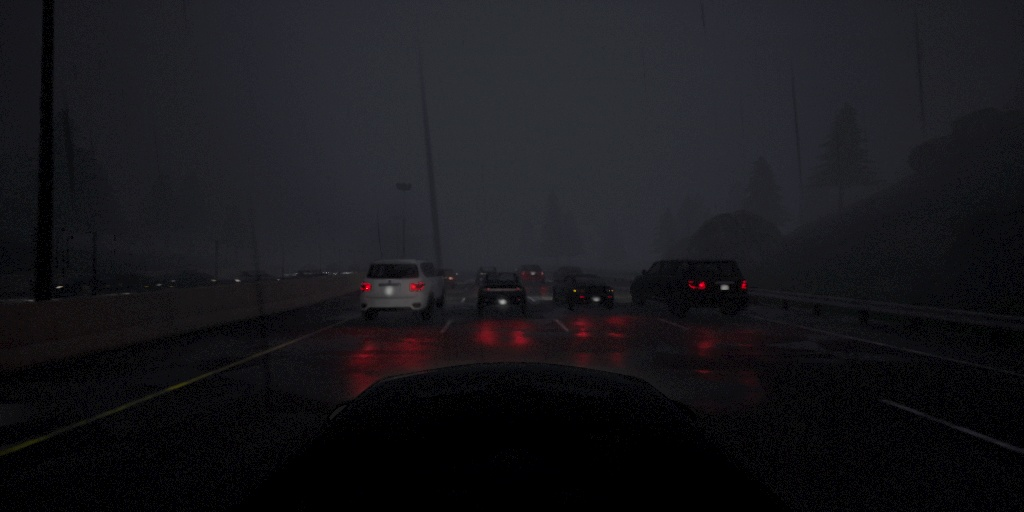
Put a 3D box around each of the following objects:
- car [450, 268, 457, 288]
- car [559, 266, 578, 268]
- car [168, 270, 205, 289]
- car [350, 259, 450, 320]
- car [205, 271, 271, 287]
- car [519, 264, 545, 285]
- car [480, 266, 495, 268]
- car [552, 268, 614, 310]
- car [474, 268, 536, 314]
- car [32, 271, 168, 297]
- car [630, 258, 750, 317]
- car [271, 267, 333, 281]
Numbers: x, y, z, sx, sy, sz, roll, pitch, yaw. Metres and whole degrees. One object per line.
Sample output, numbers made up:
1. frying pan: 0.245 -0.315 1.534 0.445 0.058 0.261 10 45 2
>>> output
1. car: -5.263 1.653 27.771 2.033 1.411 5.357 0 -1 -7
2. car: 4.850 1.632 31.219 1.837 1.490 4.892 0 0 -8
3. car: -22.900 1.675 24.997 1.994 1.385 4.181 0 -1 -7
4. car: -3.886 1.139 13.593 2.150 2.045 5.566 0 0 -3
5. car: -18.756 1.707 25.363 1.895 1.301 4.718 0 -1 -6
6. car: 1.391 1.478 30.688 2.097 1.767 4.553 0 -1 -8
7. car: -2.095 1.623 30.354 2.128 1.511 4.902 0 -1 -8
8. car: 2.994 1.451 15.612 1.812 1.442 4.674 0 0 -4
9. car: -0.461 1.415 14.786 2.128 1.511 4.902 0 -1 -4
10. car: -25.058 1.625 22.039 2.033 1.411 5.357 0 -1 5
11. car: 6.604 1.119 14.053 2.150 2.045 5.566 0 0 -3
12. car: -15.401 1.715 26.609 1.895 1.301 4.718 0 -1 -6
